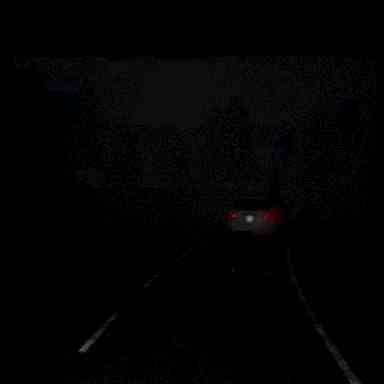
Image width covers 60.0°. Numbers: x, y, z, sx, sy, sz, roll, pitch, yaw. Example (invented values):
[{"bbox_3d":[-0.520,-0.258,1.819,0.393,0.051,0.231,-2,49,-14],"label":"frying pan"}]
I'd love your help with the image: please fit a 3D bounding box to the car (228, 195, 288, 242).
[{"bbox_3d":[3.331,1.144,16.222,2.150,2.045,5.566,0,0,21],"label":"car"}]
